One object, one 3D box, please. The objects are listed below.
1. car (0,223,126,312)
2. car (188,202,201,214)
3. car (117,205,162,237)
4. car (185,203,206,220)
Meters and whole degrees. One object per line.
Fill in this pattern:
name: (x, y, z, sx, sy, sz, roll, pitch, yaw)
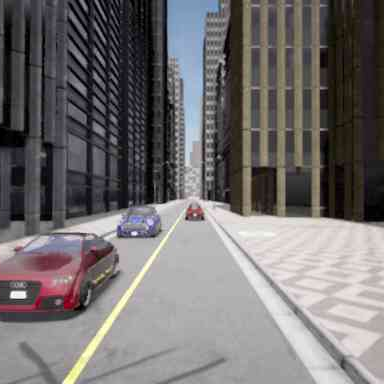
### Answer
car: (-3.064, 1.668, 7.894, 1.994, 1.385, 4.181, 0, -1, 0)
car: (0.347, 2.186, 45.841, 1.812, 1.442, 4.674, 0, -1, 0)
car: (-2.988, 1.624, 19.683, 2.097, 1.767, 4.553, 0, -1, 1)
car: (0.271, 2.003, 33.280, 1.812, 1.442, 4.674, 0, -1, 0)
